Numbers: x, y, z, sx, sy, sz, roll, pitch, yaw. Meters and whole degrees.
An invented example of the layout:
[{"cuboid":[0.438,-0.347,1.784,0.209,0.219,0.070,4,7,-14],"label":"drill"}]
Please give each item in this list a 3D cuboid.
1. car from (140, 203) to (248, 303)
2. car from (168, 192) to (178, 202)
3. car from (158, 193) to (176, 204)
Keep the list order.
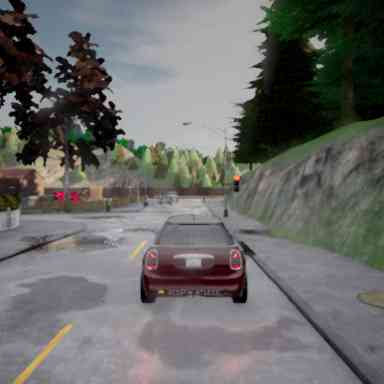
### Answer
[{"cuboid":[0.053,1.321,8.277,2.097,1.767,4.553,0,0,1],"label":"car"},{"cuboid":[-4.009,0.968,67.485,2.150,2.045,5.566,0,1,0],"label":"car"},{"cuboid":[-4.082,1.299,51.614,2.128,1.511,4.902,0,0,0],"label":"car"}]
